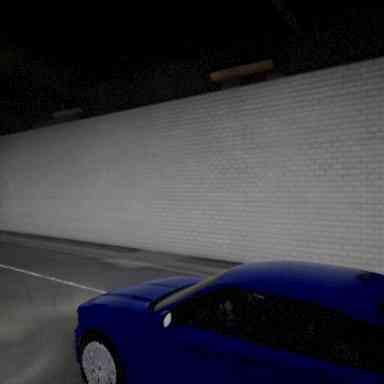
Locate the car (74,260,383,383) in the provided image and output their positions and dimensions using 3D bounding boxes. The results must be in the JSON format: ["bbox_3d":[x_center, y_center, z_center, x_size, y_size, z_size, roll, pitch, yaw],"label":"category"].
[{"bbox_3d":[0.845,1.478,3.390,5.008,1.535,1.882,0,0,35],"label":"car"}]
